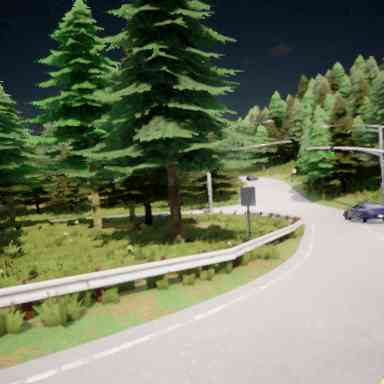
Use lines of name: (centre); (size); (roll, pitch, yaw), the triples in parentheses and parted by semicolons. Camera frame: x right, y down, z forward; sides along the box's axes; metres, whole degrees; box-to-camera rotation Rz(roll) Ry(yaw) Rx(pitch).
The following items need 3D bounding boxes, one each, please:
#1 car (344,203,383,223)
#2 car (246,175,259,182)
car: (13.410, 1.564, 25.672); (1.812, 1.442, 4.674); (-2, -1, 4)
car: (13.664, -3.163, 75.076); (1.994, 1.385, 4.181); (-4, 7, -4)
